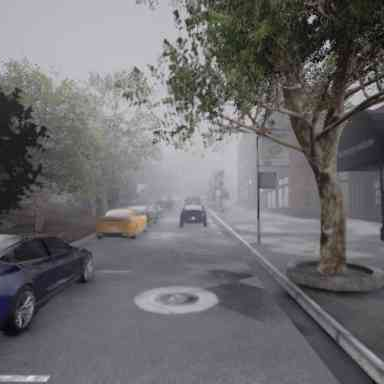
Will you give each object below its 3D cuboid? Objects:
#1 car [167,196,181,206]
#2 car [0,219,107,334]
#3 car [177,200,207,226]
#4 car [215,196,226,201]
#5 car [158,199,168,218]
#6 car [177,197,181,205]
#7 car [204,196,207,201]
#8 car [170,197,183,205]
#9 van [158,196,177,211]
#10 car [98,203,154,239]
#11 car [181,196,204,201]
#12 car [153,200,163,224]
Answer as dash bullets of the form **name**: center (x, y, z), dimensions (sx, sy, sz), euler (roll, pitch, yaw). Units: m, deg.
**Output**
- **car**: center (-3.404, 1.634, 62.962), dimensions (2.185, 1.767, 4.553), euler (-1, 0, 2)
- **car**: center (-3.635, 1.553, 6.918), dimensions (2.163, 1.488, 4.792), euler (1, 0, 2)
- **car**: center (0.099, 1.634, 24.933), dimensions (1.882, 1.535, 5.008), euler (0, -1, 0)
- **car**: center (6.848, 2.023, 94.958), dimensions (2.097, 1.535, 5.008), euler (-3, -4, 36)
- **car**: center (-3.648, 1.692, 29.195), dimensions (2.163, 1.488, 4.792), euler (0, 0, 2)
- **car**: center (-3.405, 1.762, 57.252), dimensions (2.231, 1.521, 4.892), euler (0, 0, 2)
- **car**: center (3.409, 1.939, 90.212), dimensions (2.231, 1.521, 4.892), euler (-2, -1, 29)
- **car**: center (-3.163, 1.760, 68.664), dimensions (2.097, 1.535, 5.008), euler (0, 0, 2)
- **van**: center (-3.628, 1.513, 46.000), dimensions (1.878, 1.987, 4.442), euler (1, 0, 2)
- **car**: center (-3.637, 1.593, 18.027), dimensions (2.097, 1.535, 5.008), euler (1, -1, 2)
- **car**: center (0.099, 1.473, 42.854), dimensions (2.150, 2.045, 5.566), euler (0, 0, 0)
- **car**: center (-3.645, 1.628, 23.588), dimensions (2.097, 1.535, 5.008), euler (0, 0, 2)
